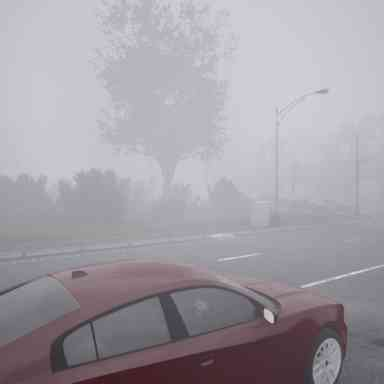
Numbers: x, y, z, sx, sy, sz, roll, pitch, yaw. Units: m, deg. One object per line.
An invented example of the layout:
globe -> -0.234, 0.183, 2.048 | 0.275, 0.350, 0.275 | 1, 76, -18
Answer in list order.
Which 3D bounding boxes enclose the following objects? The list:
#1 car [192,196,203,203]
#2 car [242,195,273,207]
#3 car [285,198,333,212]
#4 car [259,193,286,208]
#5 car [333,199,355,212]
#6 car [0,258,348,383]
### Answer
car -> 0.109, 1.449, 65.886 | 2.033, 1.411, 5.357 | 0, 0, -34
car -> 8.595, 1.494, 46.573 | 1.837, 1.490, 4.892 | 0, 0, -32
car -> 13.547, 1.524, 38.735 | 1.812, 1.442, 4.674 | 0, 0, -31
car -> 11.764, 1.214, 48.117 | 2.150, 2.045, 5.566 | 0, 0, -32
car -> 16.998, 1.524, 39.819 | 1.812, 1.442, 4.674 | 0, 0, -32
car -> -0.349, 1.478, 3.495 | 5.008, 1.535, 1.882 | 0, 0, -35
